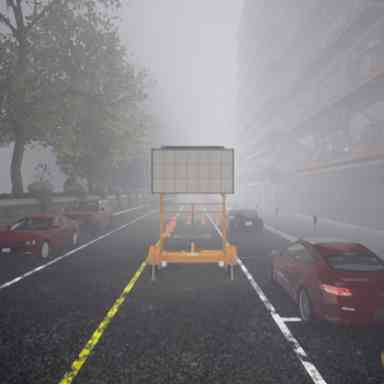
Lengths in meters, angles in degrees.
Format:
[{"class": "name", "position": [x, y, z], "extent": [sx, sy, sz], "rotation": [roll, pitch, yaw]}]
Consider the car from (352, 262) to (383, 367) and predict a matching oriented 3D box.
[{"class": "car", "position": [2.693, 1.525, 1.315], "extent": [1.752, 1.417, 4.829], "rotation": [0, 0, 0]}]

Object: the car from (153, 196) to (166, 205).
[{"class": "car", "position": [-5.568, 1.444, 57.465], "extent": [1.967, 1.590, 4.097], "rotation": [0, 0, 0]}]

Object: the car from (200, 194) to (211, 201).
[{"class": "car", "position": [2.813, 1.444, 57.448], "extent": [1.967, 1.590, 4.097], "rotation": [0, 0, 0]}]

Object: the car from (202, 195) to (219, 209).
[{"class": "car", "position": [2.789, 1.541, 46.188], "extent": [1.887, 1.381, 4.507], "rotation": [0, 0, 0]}]

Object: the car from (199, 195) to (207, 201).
[{"class": "car", "position": [2.872, 1.468, 85.600], "extent": [1.967, 1.590, 4.097], "rotation": [0, 0, 0]}]

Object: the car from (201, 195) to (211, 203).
[{"class": "car", "position": [2.837, 1.452, 68.709], "extent": [1.967, 1.590, 4.097], "rotation": [0, 0, 0]}]

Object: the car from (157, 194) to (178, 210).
[{"class": "car", "position": [-2.979, 1.218, 44.073], "extent": [2.150, 2.045, 5.566], "rotation": [0, 0, 1]}]

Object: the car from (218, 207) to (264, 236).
[{"class": "car", "position": [2.728, 1.559, 18.038], "extent": [1.947, 1.339, 4.313], "rotation": [0, 0, 0]}]

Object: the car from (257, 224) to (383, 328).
[{"class": "car", "position": [2.704, 1.579, 6.776], "extent": [1.802, 1.307, 4.206], "rotation": [0, 0, 0]}]

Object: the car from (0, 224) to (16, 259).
[{"class": "car", "position": [-5.676, 1.579, 6.793], "extent": [1.802, 1.307, 4.206], "rotation": [0, 0, 0]}]

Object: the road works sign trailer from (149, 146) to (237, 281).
[{"class": "road works sign trailer", "position": [0.021, 0.460, 9.803], "extent": [2.380, 3.560, 2.880], "rotation": [0, 0, 0]}]

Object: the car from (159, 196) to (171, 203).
[{"class": "car", "position": [-5.543, 1.563, 68.726], "extent": [2.008, 1.369, 4.403], "rotation": [0, 0, 0]}]

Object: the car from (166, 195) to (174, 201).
[{"class": "car", "position": [-5.508, 1.554, 85.447], "extent": [1.752, 1.417, 4.829], "rotation": [0, 0, 0]}]

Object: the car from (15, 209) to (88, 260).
[{"class": "car", "position": [-5.664, 1.540, 12.424], "extent": [1.887, 1.381, 4.507], "rotation": [0, 0, 0]}]

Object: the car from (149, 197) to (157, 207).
[{"class": "car", "position": [-5.580, 1.440, 51.837], "extent": [1.967, 1.590, 4.097], "rotation": [0, 0, 0]}]

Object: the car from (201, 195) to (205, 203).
[{"class": "car", "position": [2.800, 1.545, 51.819], "extent": [1.887, 1.381, 4.507], "rotation": [0, 0, 0]}]

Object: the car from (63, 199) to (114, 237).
[{"class": "car", "position": [-5.652, 1.308, 18.056], "extent": [2.192, 1.841, 5.009], "rotation": [0, 0, 0]}]

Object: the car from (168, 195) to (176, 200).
[{"class": "car", "position": [-5.495, 1.586, 91.247], "extent": [2.008, 1.369, 4.403], "rotation": [0, 0, 0]}]
